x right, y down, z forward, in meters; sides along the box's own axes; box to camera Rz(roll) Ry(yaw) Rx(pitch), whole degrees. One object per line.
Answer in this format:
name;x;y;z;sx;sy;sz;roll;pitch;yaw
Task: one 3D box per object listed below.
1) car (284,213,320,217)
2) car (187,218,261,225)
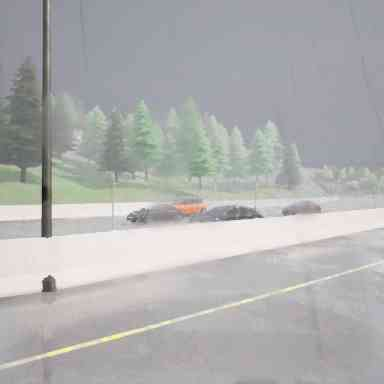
car;10.189;1.534;30.627;4.674;1.442;1.812;0;0;-43
car;1.962;1.511;18.775;4.892;1.490;1.837;1;0;-39
